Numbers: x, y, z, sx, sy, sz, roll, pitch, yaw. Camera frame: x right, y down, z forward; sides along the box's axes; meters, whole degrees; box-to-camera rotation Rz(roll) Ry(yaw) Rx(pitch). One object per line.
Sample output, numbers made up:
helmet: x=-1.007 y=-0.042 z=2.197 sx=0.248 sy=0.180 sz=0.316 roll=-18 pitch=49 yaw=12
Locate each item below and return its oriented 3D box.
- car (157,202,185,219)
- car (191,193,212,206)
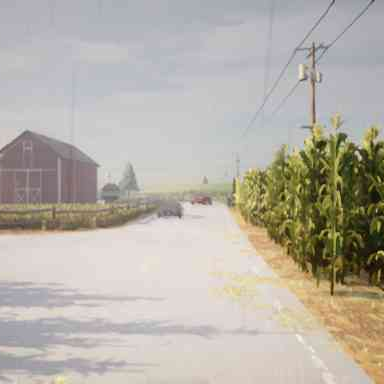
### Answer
car: x=-1.754 y=1.532 z=28.599 sx=1.994 sy=1.385 sz=4.181 roll=0 pitch=0 yaw=5
car: x=1.644 y=1.117 z=54.808 sx=2.150 sy=2.045 sz=5.566 roll=1 pitch=1 yaw=21
